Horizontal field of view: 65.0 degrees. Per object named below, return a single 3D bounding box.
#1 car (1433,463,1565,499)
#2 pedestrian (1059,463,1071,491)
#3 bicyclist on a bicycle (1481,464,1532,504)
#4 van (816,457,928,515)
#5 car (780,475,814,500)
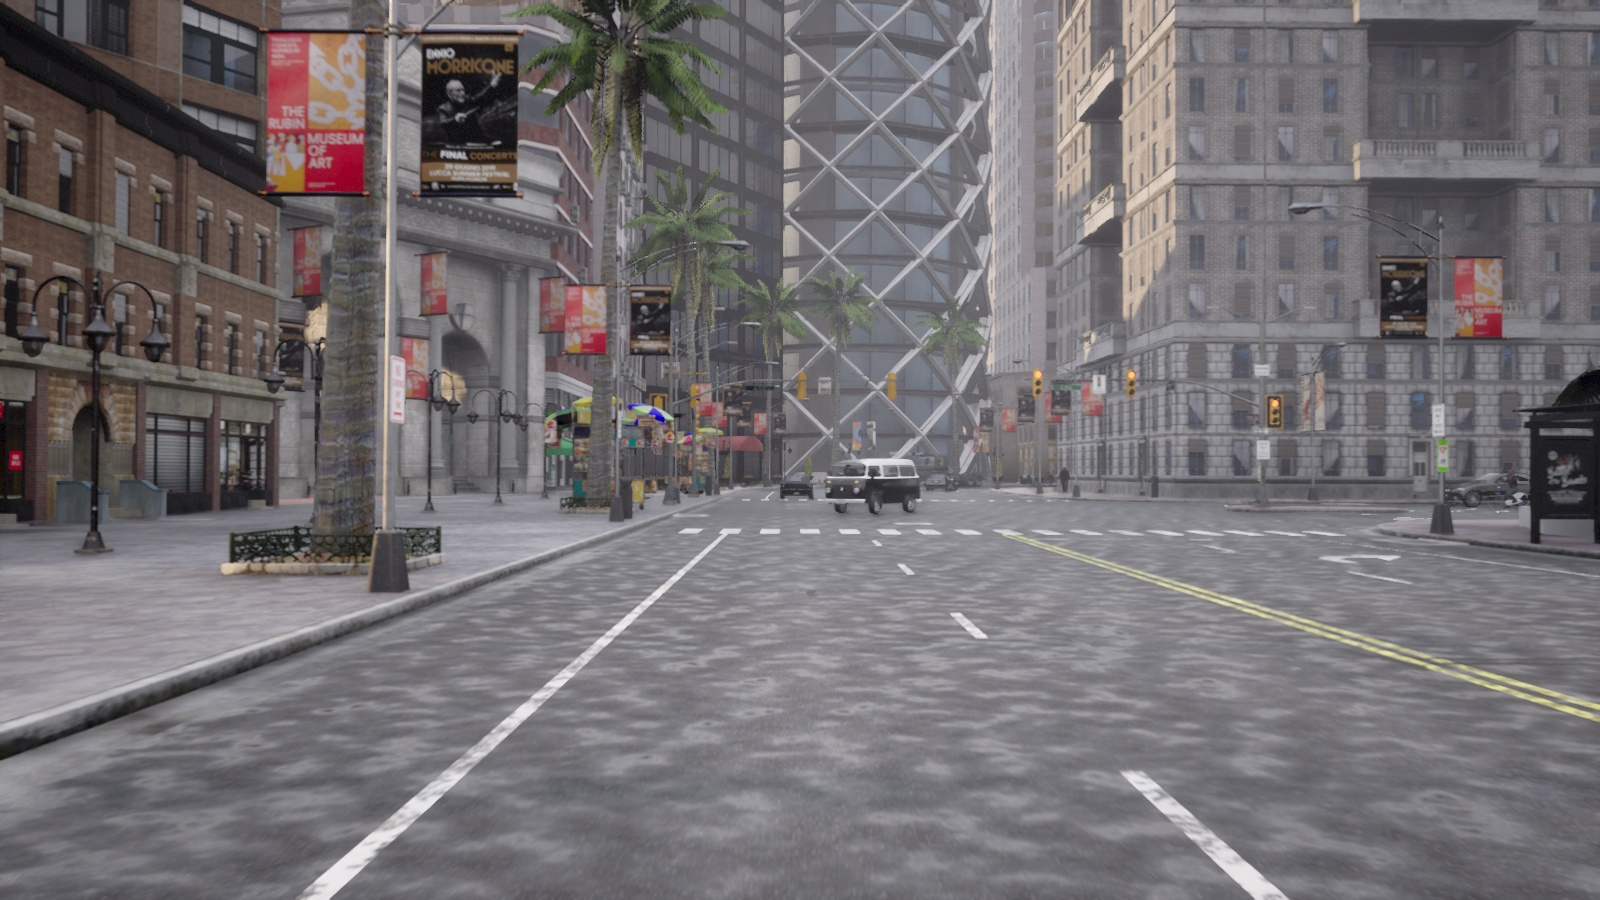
[{"bbox_3d":[32.829,1.452,59.067,5.027,1.651,2.152,0,-1,-1],"label":"car"},{"bbox_3d":[17.604,1.798,83.409,0.634,1.844,0.899,0,-1,5],"label":"pedestrian"},{"bbox_3d":[31.252,1.491,55.547,1.843,1.776,0.659,0,-1,-1],"label":"bicyclist on a bicycle"},{"bbox_3d":[2.737,1.311,46.796,2.069,2.038,4.480,-1,-1,35],"label":"van"},{"bbox_3d":[-0.165,2.113,71.500,1.895,1.301,4.718,0,-1,0],"label":"car"}]
